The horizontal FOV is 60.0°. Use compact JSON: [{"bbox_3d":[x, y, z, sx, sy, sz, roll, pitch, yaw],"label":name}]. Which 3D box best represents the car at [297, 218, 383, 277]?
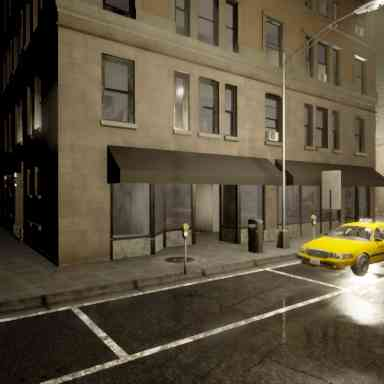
[{"bbox_3d":[5.234,1.526,10.255,4.829,1.417,1.752,0,0,-35],"label":"car"}]
